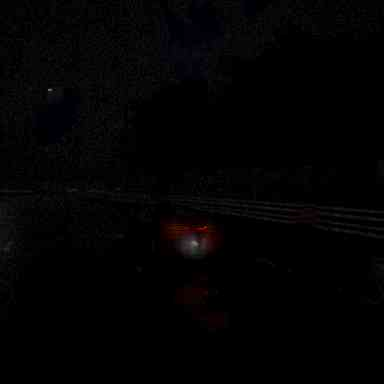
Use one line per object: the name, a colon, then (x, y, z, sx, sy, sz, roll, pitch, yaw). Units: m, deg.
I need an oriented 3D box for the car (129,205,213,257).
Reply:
car: (-0.935, 1.224, 11.915, 1.837, 1.490, 4.892, 0, 1, -24)
